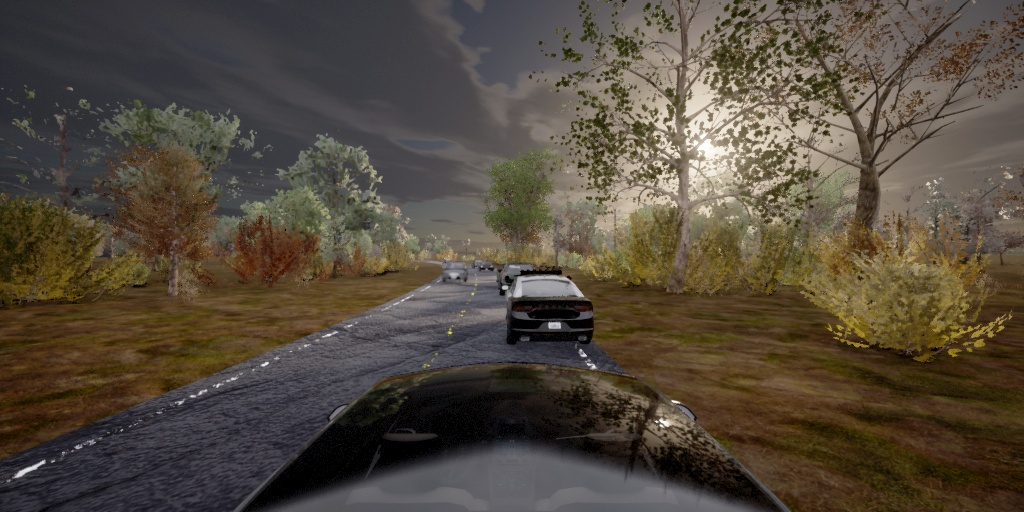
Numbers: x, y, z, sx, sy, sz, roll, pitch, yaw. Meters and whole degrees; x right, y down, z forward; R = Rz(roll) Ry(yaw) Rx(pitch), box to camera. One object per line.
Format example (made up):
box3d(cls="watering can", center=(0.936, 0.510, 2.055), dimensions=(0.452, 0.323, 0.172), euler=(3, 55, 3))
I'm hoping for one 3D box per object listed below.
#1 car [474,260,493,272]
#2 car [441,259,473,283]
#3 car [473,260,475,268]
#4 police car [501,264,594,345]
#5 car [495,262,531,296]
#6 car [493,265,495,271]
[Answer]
box3d(cls="car", center=(-3.479, 1.347, 46.593), dimensions=(1.895, 1.301, 4.718), euler=(0, 0, -9))
box3d(cls="car", center=(-4.340, 1.240, 27.845), dimensions=(2.128, 1.511, 4.902), euler=(0, 0, -5))
box3d(cls="car", center=(-5.571, 1.291, 58.833), dimensions=(2.033, 1.411, 5.357), euler=(0, 0, -11))
box3d(cls="police car", center=(0.768, 1.175, 9.698), dimensions=(1.930, 1.638, 5.238), euler=(0, 0, -2))
box3d(cls="car", center=(0.298, 1.100, 19.627), dimensions=(2.097, 1.767, 4.553), euler=(0, 0, -4))
box3d(cls="car", center=(-0.146, 1.253, 25.687), dimensions=(1.837, 1.490, 4.892), euler=(0, 0, -5))
